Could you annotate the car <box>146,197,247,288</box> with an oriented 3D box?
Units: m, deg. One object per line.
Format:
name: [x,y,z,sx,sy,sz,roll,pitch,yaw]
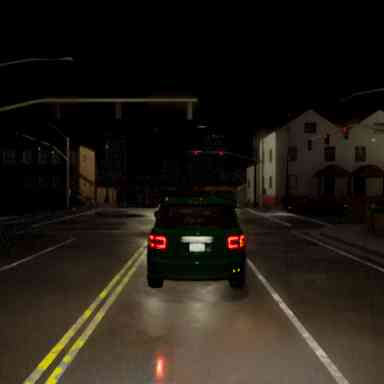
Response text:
car: [0.098,1.129,9.102,2.150,2.045,5.566,0,1,0]

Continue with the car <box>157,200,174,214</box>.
car: [-3.555,2.143,45.387,1.812,1.442,4.674,0,-8,0]

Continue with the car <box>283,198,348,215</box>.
car: [10.964,1.251,29.726,5.357,1.411,2.033,0,1,-1]

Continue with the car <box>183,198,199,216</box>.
car: [-0.065,2.218,48.258,2.150,2.045,5.566,0,-8,1]
